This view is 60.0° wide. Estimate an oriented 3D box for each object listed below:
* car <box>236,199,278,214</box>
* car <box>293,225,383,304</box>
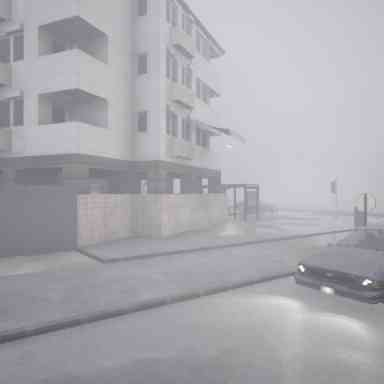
[{"bbox_3d":[6.726,1.491,34.863,2.128,1.511,4.902,0,0,-36],"label":"car"},{"bbox_3d":[4.831,1.547,8.095,5.357,1.411,2.033,0,0,-36],"label":"car"}]
